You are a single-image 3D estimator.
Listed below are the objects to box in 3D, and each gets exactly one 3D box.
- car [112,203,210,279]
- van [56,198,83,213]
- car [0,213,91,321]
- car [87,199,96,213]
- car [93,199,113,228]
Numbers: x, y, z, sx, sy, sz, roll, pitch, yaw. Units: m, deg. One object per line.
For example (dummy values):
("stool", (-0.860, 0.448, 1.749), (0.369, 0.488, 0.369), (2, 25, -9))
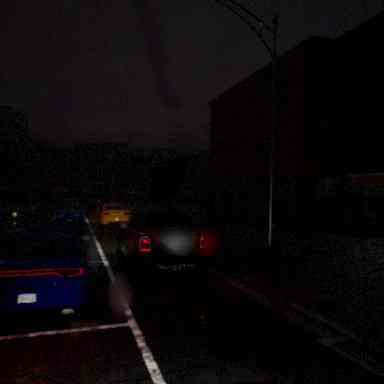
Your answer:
("car", (-1.127, 1.392, 10.526), (2.097, 1.767, 4.553), (1, 0, -19))
("van", (-8.588, 1.304, 23.363), (1.690, 1.788, 3.998), (1, 0, -20))
("car", (-3.312, 1.451, 7.359), (1.882, 1.535, 5.008), (1, 0, -20))
("car", (-10.398, 1.490, 36.384), (1.882, 1.535, 5.008), (1, 0, -20))
("car", (-5.385, 1.504, 22.532), (1.882, 1.535, 5.008), (1, -1, -20))
